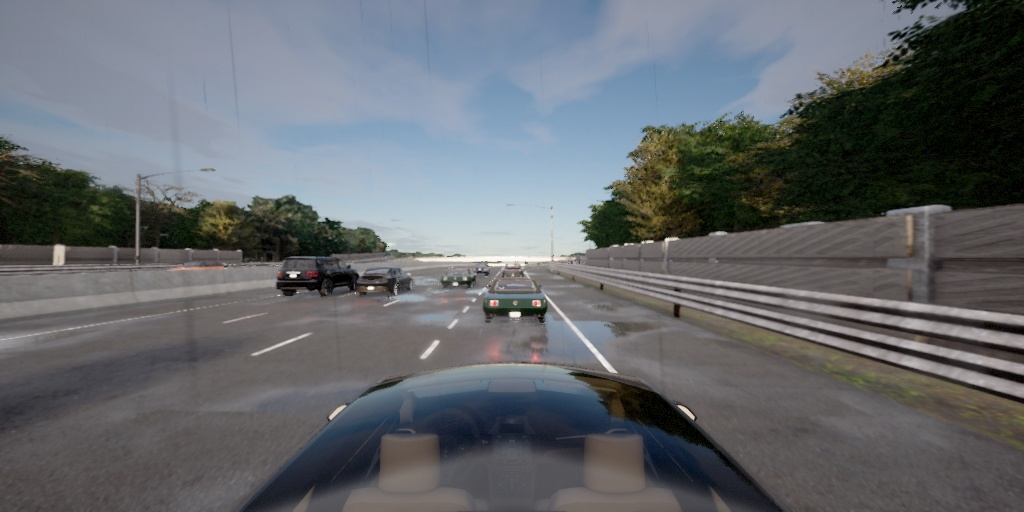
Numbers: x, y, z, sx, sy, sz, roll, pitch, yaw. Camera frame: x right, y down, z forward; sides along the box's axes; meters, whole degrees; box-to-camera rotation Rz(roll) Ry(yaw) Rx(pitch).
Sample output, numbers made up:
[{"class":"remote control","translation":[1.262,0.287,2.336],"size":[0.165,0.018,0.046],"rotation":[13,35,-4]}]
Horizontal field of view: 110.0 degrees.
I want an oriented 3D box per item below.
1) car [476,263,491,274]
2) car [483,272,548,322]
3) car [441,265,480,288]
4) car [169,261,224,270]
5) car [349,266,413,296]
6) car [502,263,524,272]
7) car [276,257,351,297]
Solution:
[{"class":"car","translation":[-3.516,1.520,41.682],"size":[2.033,1.411,5.357],"rotation":[0,0,0]},{"class":"car","translation":[0.096,1.389,12.427],"size":[1.895,1.301,4.718],"rotation":[0,0,0]},{"class":"car","translation":[-3.509,1.464,24.464],"size":[1.895,1.301,4.718],"rotation":[0,0,0]},{"class":"car","translation":[-28.088,1.263,31.931],"size":[2.097,1.767,4.553],"rotation":[0,0,0]},{"class":"car","translation":[-6.907,1.340,19.952],"size":[1.837,1.490,4.892],"rotation":[0,0,0]},{"class":"car","translation":[0.088,1.405,32.371],"size":[2.128,1.511,4.902],"rotation":[0,0,0]},{"class":"car","translation":[-10.407,1.055,19.732],"size":[2.150,2.045,5.566],"rotation":[0,0,0]}]
